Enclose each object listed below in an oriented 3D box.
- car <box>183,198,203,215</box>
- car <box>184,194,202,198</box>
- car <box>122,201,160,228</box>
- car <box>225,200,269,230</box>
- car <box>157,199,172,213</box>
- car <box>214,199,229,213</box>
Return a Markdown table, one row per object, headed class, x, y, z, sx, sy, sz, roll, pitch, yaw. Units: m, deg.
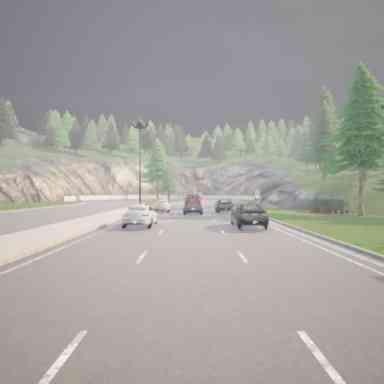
| class | x | y | z | sx | sy | sz | roll | pitch | yaw |
| --- | --- | --- | --- | --- | --- | --- | --- | --- | --- |
| car | 0.098 | 1.605 | 34.504 | 1.994 | 1.385 | 4.181 | 0 | 0 | 0 |
| car | 0.092 | 1.274 | 43.945 | 2.150 | 2.045 | 5.566 | 0 | 0 | 0 |
| car | -3.400 | 1.553 | 22.033 | 1.812 | 1.442 | 4.674 | 0 | 0 | 0 |
| car | 3.601 | 1.515 | 21.345 | 2.128 | 1.511 | 4.902 | 0 | 0 | 0 |
| car | -3.402 | 1.571 | 38.334 | 1.812 | 1.442 | 4.674 | 0 | 0 | 0 |
| car | 3.599 | 1.537 | 37.532 | 2.128 | 1.511 | 4.902 | 0 | 0 | 0 |
